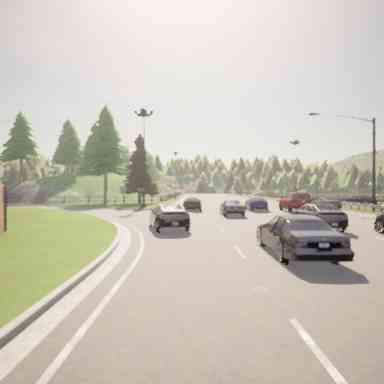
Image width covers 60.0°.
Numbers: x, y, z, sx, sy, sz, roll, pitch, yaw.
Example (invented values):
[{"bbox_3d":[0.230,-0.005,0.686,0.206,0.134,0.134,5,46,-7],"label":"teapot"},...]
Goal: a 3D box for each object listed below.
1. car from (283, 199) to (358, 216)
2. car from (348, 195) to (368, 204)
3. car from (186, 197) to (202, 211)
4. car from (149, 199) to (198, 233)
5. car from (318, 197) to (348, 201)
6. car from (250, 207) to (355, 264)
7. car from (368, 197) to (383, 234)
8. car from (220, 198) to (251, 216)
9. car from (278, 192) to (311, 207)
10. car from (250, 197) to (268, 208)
[{"bbox_3d":[7.087,1.390,18.926,2.128,1.511,4.902,0,0,0],"label":"car"},{"bbox_3d":[25.001,1.209,50.392,5.008,1.535,1.882,0,1,40],"label":"car"},{"bbox_3d":[0.074,1.281,36.794,1.882,1.535,5.008,0,0,0],"label":"car"},{"bbox_3d":[-1.381,1.388,19.221,2.128,1.511,4.902,0,0,-13],"label":"car"},{"bbox_3d":[14.075,1.304,35.169,2.128,1.511,4.902,0,0,0],"label":"car"},{"bbox_3d":[3.592,1.485,11.562,2.033,1.411,5.357,0,0,0],"label":"car"},{"bbox_3d":[10.589,1.269,15.515,2.097,1.767,4.553,0,0,0],"label":"car"},{"bbox_3d":[3.579,1.388,29.823,2.033,1.411,5.357,0,0,0],"label":"car"},{"bbox_3d":[10.577,1.038,34.318,2.150,2.045,5.566,0,0,0],"label":"car"},{"bbox_3d":[7.075,1.281,36.803,1.882,1.535,5.008,0,0,0],"label":"car"}]
